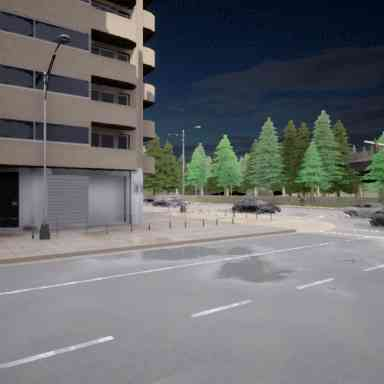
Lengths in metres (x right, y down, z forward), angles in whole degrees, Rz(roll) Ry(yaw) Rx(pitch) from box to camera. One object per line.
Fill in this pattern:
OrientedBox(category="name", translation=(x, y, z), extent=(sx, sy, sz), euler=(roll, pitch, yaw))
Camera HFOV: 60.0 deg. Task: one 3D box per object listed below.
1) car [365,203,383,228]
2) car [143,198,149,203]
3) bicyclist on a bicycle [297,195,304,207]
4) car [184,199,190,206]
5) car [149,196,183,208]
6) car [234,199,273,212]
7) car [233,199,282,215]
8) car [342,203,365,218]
OrientedBox(category="car", translation=(12.209, 1.555, 19.428), extent=(1.994, 1.385, 4.181), euler=(0, 0, 5))
OrientedBox(category="car", translation=(-7.164, 1.545, 64.439), extent=(4.718, 1.301, 1.895), euler=(0, 0, 31))
OrientedBox(category="bicyclist on a bicycle", translation=(15.139, 1.245, 46.444), extent=(1.656, 1.620, 0.582), euler=(0, 0, -35))
OrientedBox(category="car", translation=(-2.336, 1.437, 51.223), extent=(2.128, 1.511, 4.902), euler=(0, 0, -42))
OrientedBox(category="car", translation=(-3.699, 1.470, 47.495), extent=(1.812, 1.442, 4.674), euler=(0, 0, -41))
OrientedBox(category="car", translation=(7.105, 1.508, 38.664), extent=(1.994, 1.385, 4.181), euler=(0, 0, -35))
OrientedBox(category="car", translation=(6.438, 1.492, 33.545), extent=(2.033, 1.411, 5.357), euler=(0, 0, -34))
OrientedBox(category="car", translation=(15.020, 1.546, 27.267), extent=(1.895, 1.301, 4.718), euler=(0, 0, -35))
